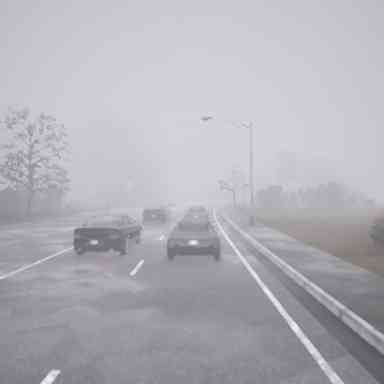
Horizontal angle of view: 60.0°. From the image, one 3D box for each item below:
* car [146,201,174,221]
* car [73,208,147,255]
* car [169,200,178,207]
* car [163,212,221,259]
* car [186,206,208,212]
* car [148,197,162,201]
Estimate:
[{"bbox_3d":[-3.030,1.813,29.145,1.882,1.535,5.008,0,0,3],"label":"car"},{"bbox_3d":[-3.389,1.641,14.189,1.882,1.535,5.008,0,0,1],"label":"car"},{"bbox_3d":[-3.913,2.318,65.868,1.994,1.385,4.181,0,-1,6],"label":"car"},{"bbox_3d":[0.094,1.719,13.368,1.994,1.385,4.181,0,-1,1],"label":"car"},{"bbox_3d":[0.428,1.889,28.172,1.994,1.385,4.181,0,-1,3],"label":"car"},{"bbox_3d":[-7.423,1.980,65.973,2.150,2.045,5.566,0,-1,6],"label":"car"}]
